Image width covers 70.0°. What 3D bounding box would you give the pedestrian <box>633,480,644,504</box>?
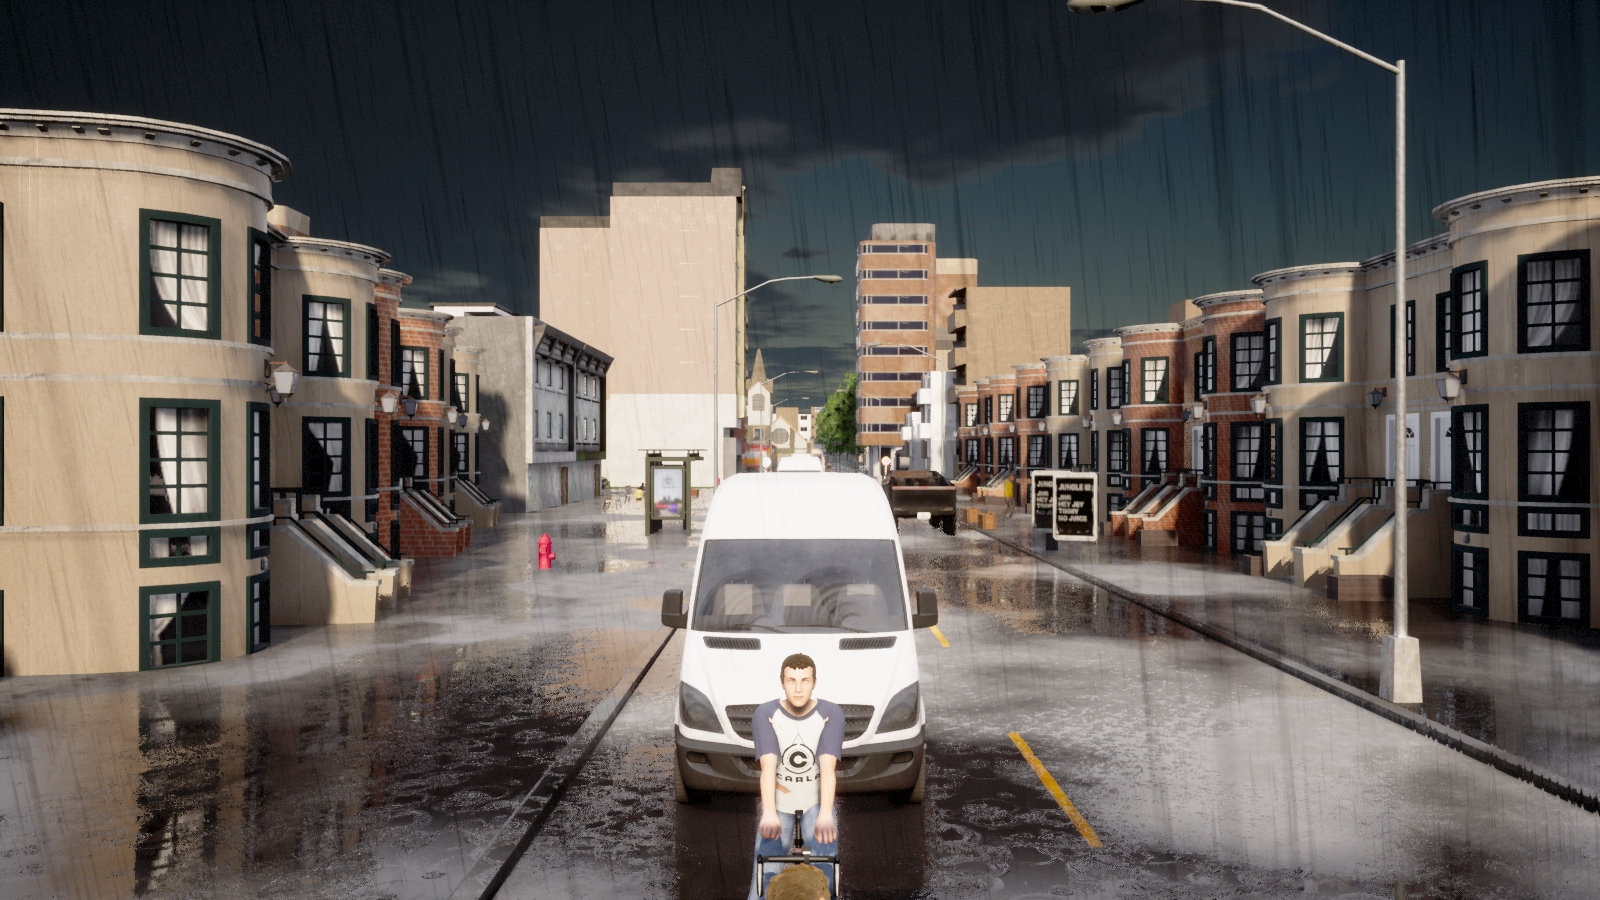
[{"bbox_3d":[-7.423,1.929,52.541,0.500,1.100,0.500,0,0,-4],"label":"pedestrian"}]

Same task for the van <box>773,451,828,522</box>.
[{"bbox_3d":[0.005,1.332,44.441,1.988,2.561,5.915,0,0,0],"label":"van"}]

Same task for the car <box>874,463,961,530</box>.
[{"bbox_3d":[4.001,1.549,40.003,2.390,2.098,6.274,0,0,0],"label":"car"}]

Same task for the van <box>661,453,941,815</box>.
[{"bbox_3d":[0.003,1.319,11.084,1.988,2.561,5.915,0,0,0],"label":"van"}]

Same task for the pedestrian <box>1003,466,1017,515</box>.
[{"bbox_3d":[8.067,1.542,43.979,0.375,1.860,0.375,0,0,-43],"label":"pedestrian"}]
